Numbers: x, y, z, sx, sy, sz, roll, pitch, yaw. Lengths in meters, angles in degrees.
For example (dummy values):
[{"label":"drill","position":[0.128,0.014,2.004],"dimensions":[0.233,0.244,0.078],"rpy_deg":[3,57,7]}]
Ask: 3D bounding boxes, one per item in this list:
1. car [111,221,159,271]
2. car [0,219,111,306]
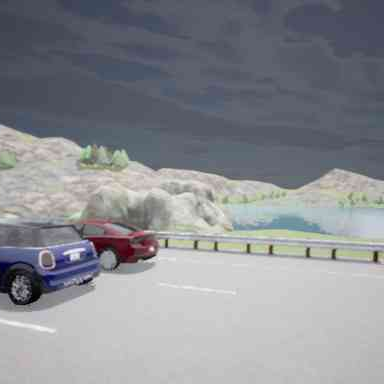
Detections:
[{"label":"car","position":[-3.625,1.710,11.738],"dimensions":[5.008,1.535,1.882],"rpy_deg":[0,-1,20]},{"label":"car","position":[-4.676,1.496,8.391],"dimensions":[4.553,1.767,2.097],"rpy_deg":[0,-1,21]}]
